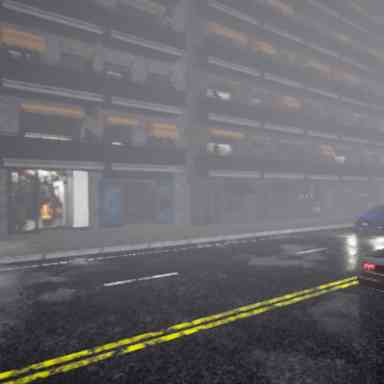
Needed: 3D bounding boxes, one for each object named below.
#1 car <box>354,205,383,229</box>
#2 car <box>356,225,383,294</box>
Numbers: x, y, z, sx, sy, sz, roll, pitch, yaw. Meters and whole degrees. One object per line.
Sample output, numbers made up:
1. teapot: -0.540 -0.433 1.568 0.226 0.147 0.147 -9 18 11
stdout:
1. car: 11.696 1.533 20.028 5.008 1.535 1.882 0 0 -36
2. car: 5.960 1.571 7.695 5.357 1.411 2.033 0 0 -36
